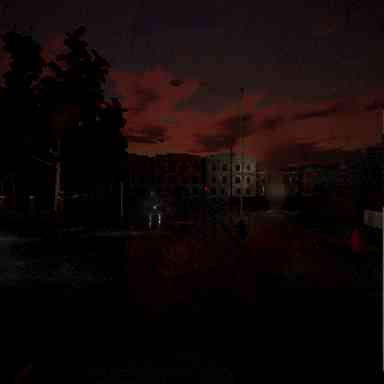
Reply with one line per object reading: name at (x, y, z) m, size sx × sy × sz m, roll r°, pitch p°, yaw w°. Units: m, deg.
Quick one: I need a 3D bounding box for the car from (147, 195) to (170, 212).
car at (-4.142, 1.491, 39.507) m, size 2.128 × 1.511 × 4.902 m, roll 0°, pitch 0°, yaw 0°

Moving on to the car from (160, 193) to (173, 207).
car at (-4.113, 1.216, 52.229) m, size 2.150 × 2.045 × 5.566 m, roll 0°, pitch 1°, yaw 0°
